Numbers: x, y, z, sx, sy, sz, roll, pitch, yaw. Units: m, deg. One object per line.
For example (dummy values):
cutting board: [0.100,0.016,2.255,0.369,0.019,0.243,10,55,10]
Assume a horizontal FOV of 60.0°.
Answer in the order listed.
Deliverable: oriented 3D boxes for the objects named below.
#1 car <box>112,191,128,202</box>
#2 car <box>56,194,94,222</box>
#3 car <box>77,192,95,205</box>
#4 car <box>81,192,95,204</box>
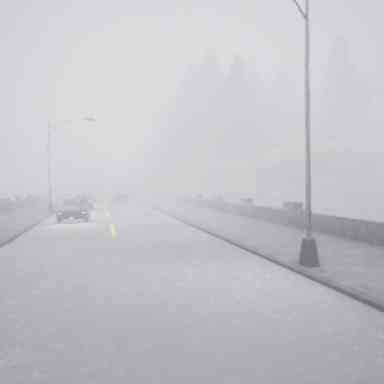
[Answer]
car: [-9.504,0.536,43.798,1.812,1.442,4.674,-1,2,-16]
car: [-7.771,1.097,22.036,2.033,1.411,5.357,-1,2,-16]
car: [-12.927,0.713,40.821,1.994,1.385,4.181,-1,2,-16]
car: [-10.347,0.952,31.352,1.895,1.301,4.718,-1,2,-15]
